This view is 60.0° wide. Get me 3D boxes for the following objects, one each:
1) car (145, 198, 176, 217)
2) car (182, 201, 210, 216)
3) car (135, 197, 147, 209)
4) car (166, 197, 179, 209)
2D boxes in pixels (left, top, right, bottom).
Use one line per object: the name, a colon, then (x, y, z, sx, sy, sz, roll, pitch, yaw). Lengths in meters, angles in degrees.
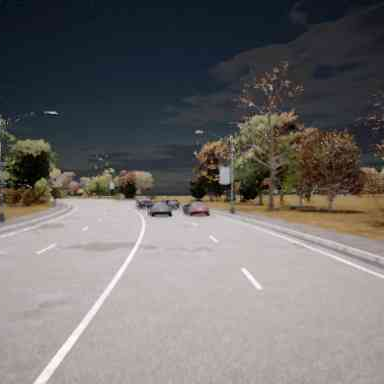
car: (-3.090, 1.559, 31.705, 1.994, 1.385, 4.181, 0, 0, -12)
car: (0.332, 1.558, 32.524, 1.994, 1.385, 4.181, 0, 0, -13)
car: (-6.642, 1.501, 45.748, 1.837, 1.490, 4.892, 0, 0, -17)
car: (-3.076, 1.487, 46.048, 2.128, 1.511, 4.902, 0, 0, -17)
